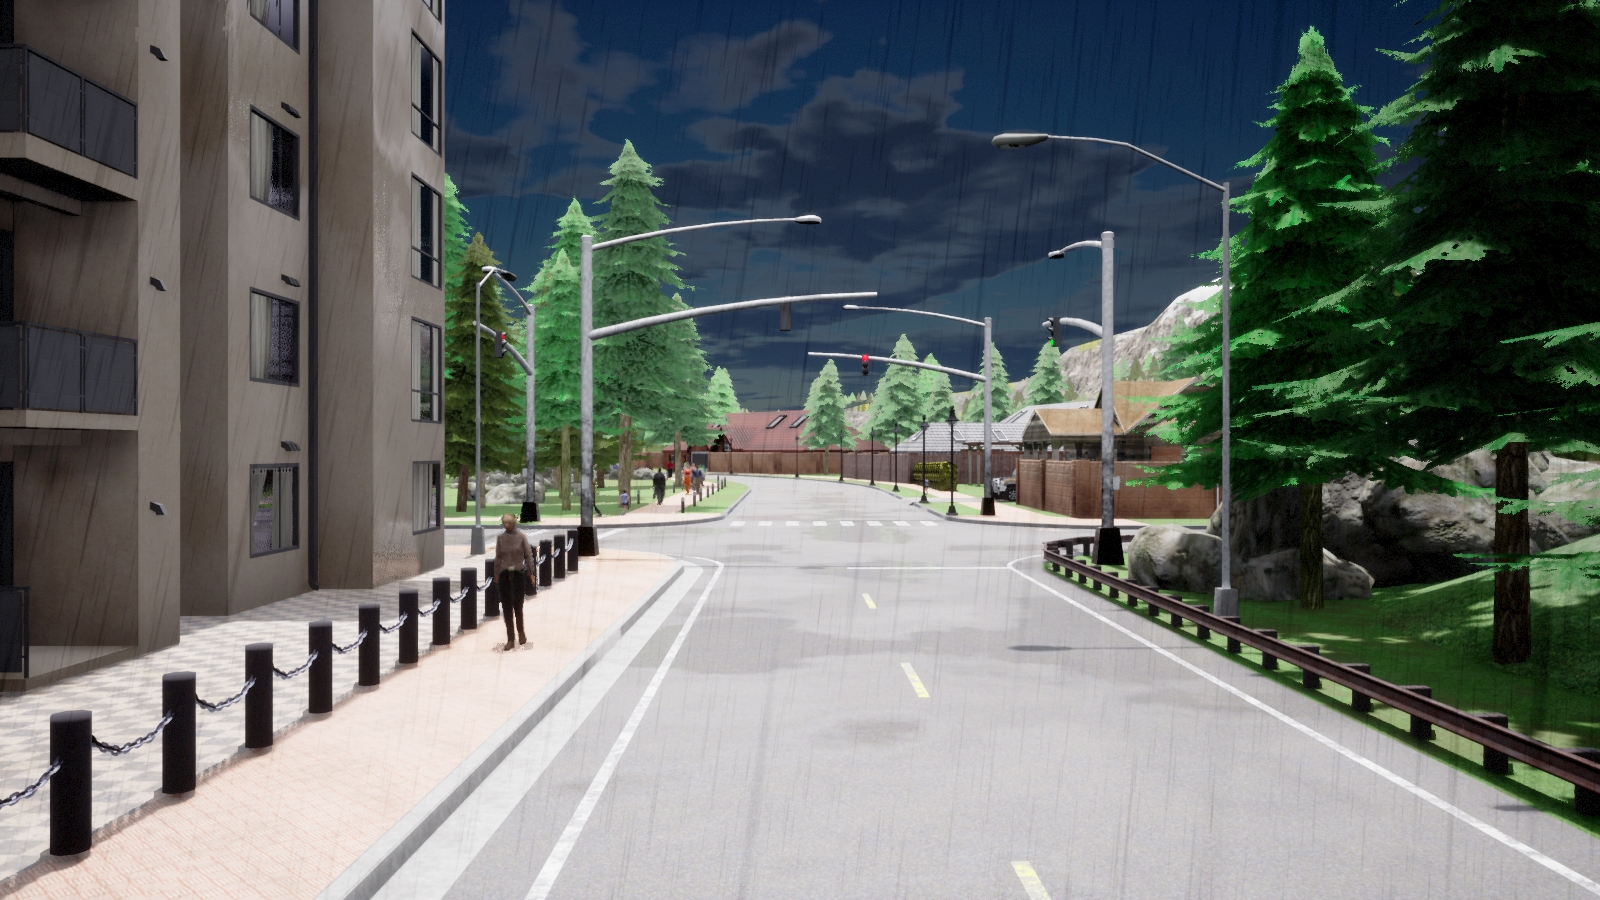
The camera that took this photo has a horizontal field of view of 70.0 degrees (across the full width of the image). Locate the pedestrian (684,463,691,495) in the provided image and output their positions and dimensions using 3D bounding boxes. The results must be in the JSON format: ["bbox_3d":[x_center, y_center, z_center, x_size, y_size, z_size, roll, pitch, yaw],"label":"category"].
[{"bbox_3d":[-6.584,1.704,66.986,0.375,1.860,0.375,0,0,5],"label":"pedestrian"}]

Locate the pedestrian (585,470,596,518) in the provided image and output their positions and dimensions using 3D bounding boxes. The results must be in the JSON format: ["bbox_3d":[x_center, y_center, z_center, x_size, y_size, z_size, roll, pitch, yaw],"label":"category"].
[{"bbox_3d":[-8.175,1.702,44.643,0.375,1.860,0.375,0,0,-16],"label":"pedestrian"}]

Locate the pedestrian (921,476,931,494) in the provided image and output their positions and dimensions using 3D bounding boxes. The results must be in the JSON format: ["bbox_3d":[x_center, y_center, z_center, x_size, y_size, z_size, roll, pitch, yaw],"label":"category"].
[{"bbox_3d":[7.517,2.090,68.241,0.500,1.100,0.500,0,0,-3],"label":"pedestrian"}]

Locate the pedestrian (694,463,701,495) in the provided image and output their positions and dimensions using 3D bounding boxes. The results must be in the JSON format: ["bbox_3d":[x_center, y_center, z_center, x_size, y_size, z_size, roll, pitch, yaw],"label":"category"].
[{"bbox_3d":[-5.957,1.704,66.430,0.375,1.860,0.375,0,0,-3],"label":"pedestrian"}]

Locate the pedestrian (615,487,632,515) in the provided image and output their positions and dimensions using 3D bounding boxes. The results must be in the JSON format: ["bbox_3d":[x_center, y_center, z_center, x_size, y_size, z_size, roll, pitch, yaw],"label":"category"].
[{"bbox_3d":[-7.143,2.074,46.267,0.500,1.100,0.500,0,0,17],"label":"pedestrian"}]

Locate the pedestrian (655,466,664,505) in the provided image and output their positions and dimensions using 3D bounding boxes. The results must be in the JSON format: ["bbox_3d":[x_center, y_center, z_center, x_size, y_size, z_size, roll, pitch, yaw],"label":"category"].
[{"bbox_3d":[-6.727,1.698,54.731,0.375,1.860,0.375,0,0,1],"label":"pedestrian"}]

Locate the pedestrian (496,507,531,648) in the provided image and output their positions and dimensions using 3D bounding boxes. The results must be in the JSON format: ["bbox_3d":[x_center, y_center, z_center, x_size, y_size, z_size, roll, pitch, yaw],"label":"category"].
[{"bbox_3d":[-3.860,1.705,15.417,0.375,1.860,0.375,0,0,-1],"label":"pedestrian"}]

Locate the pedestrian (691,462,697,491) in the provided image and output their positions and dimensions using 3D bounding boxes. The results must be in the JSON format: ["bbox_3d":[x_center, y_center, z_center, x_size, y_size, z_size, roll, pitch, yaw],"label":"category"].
[{"bbox_3d":[-6.878,1.708,74.099,0.375,1.860,0.375,0,0,-2],"label":"pedestrian"}]
